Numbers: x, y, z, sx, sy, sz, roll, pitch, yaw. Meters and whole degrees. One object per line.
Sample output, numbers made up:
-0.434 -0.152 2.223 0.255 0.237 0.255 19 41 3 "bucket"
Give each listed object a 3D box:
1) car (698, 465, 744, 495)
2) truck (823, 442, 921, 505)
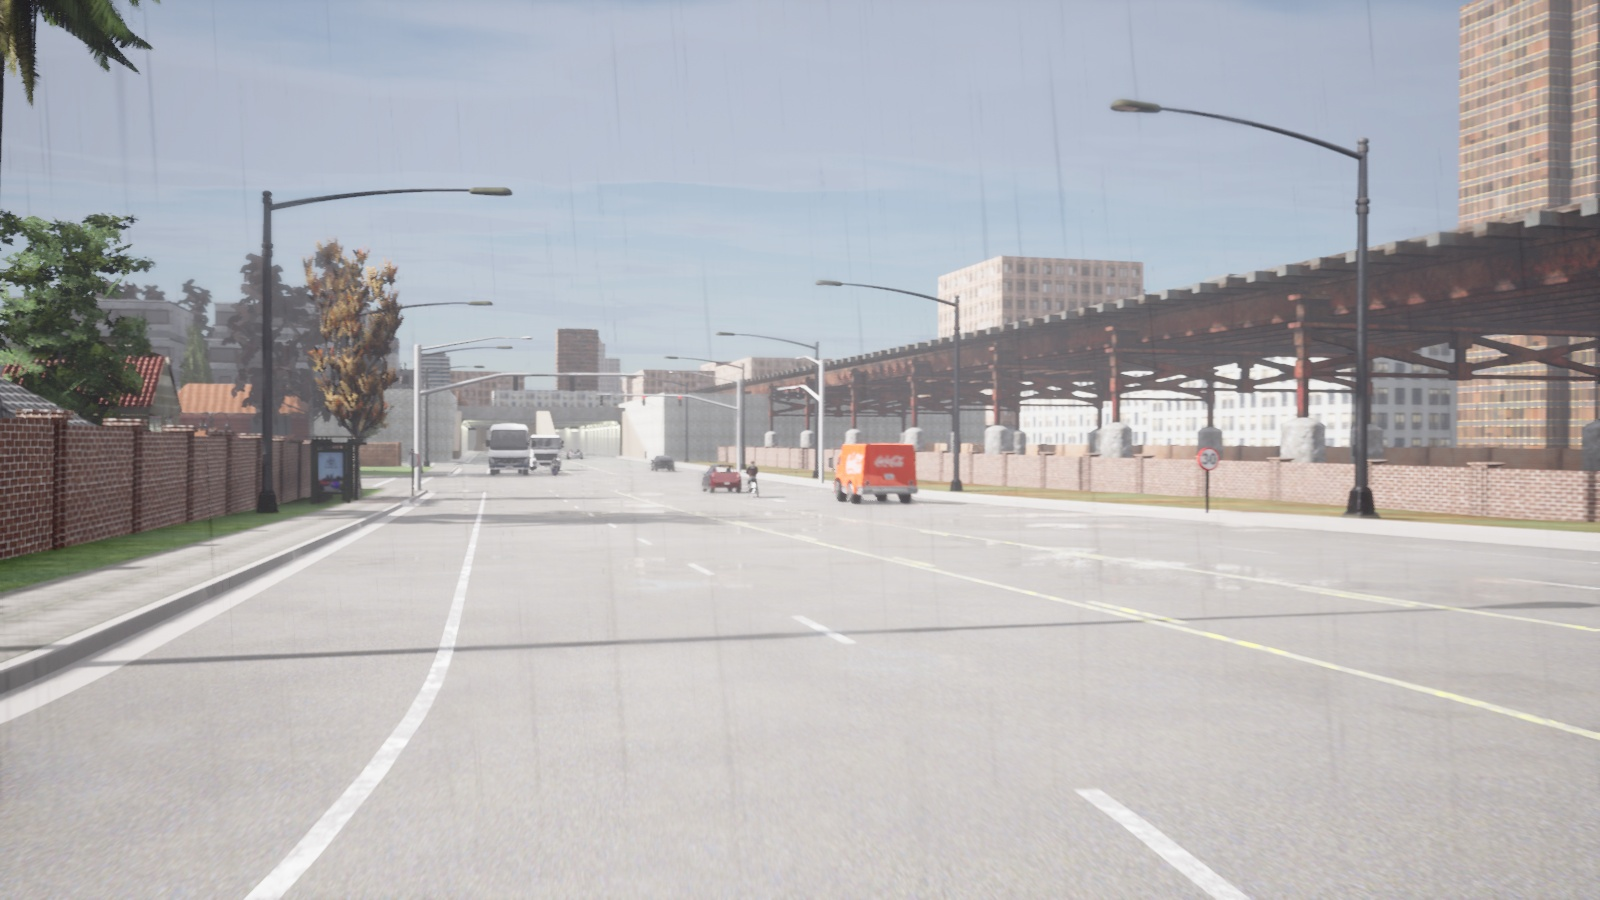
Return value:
-4.262 1.565 67.005 1.845 1.501 3.633 0 0 -13 "car"
2.923 0.940 52.494 2.627 2.467 5.204 0 0 -14 "truck"
